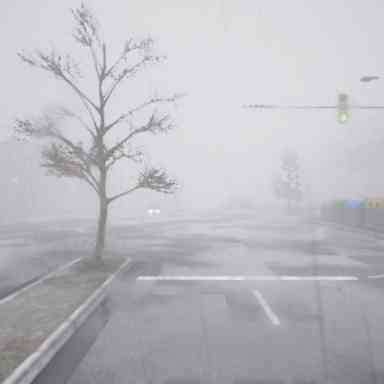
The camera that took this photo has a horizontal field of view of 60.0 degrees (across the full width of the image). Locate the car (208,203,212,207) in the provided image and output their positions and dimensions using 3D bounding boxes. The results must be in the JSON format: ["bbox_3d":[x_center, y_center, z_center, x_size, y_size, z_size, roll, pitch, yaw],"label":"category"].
[{"bbox_3d":[8.173,3.113,90.872,5.566,2.045,2.435,2,-3,-20],"label":"car"}]

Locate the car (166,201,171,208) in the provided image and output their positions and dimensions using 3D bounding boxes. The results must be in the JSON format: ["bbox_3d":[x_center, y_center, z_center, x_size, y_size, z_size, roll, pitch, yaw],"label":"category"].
[{"bbox_3d":[-5.816,2.884,76.959,1.812,1.442,4.674,0,-2,0],"label":"car"}]

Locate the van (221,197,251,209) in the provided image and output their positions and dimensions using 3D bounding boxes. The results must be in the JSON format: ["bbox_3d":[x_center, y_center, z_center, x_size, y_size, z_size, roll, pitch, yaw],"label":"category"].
[{"bbox_3d":[8.012,1.941,58.076,4.442,1.987,1.878,2,-2,-20],"label":"van"}]

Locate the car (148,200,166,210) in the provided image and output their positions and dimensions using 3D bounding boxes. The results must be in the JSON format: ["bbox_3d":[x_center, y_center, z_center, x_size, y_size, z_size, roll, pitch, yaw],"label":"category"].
[{"bbox_3d":[-5.821,2.005,52.710,2.128,1.511,4.902,0,-2,0],"label":"car"}]

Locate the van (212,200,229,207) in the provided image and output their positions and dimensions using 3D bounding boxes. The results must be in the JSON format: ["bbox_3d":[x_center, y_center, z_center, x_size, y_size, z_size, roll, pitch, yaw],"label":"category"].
[{"bbox_3d":[8.042,3.256,93.791,4.442,1.987,1.878,2,-2,-20],"label":"van"}]

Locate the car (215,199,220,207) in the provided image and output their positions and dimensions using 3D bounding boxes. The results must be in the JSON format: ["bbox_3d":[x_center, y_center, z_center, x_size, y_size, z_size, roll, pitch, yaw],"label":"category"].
[{"bbox_3d":[7.952,2.484,66.974,5.366,1.575,1.946,2,-2,-20],"label":"car"}]
